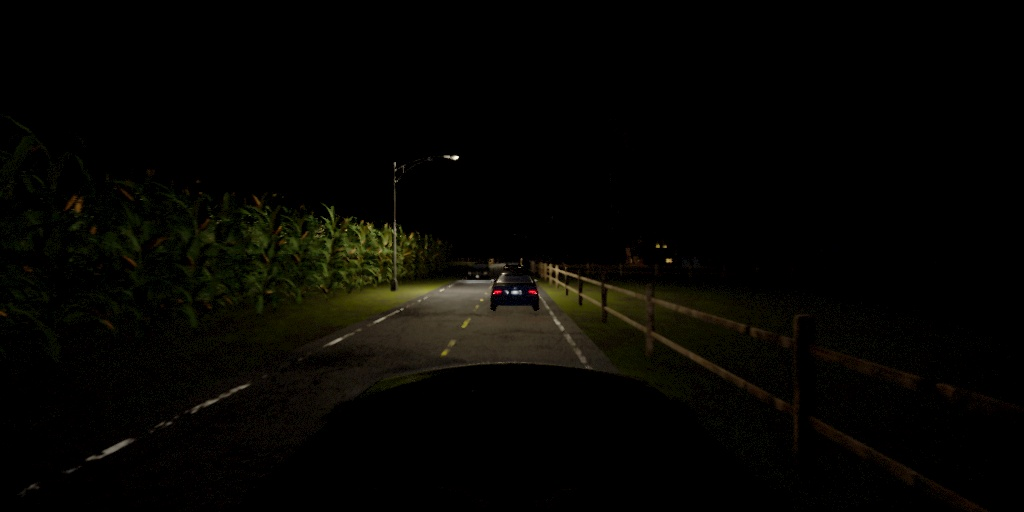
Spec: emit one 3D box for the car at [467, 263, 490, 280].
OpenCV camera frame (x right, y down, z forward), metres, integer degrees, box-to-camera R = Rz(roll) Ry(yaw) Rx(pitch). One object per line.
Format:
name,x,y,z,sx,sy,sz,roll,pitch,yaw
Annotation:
car,-2.831,1.320,32.098,2.033,1.411,5.357,0,0,0

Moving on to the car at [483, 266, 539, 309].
car,0.093,1.304,14.822,2.033,1.411,5.357,0,0,0

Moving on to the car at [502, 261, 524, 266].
car,0.099,1.268,35.469,2.128,1.511,4.902,0,0,0
